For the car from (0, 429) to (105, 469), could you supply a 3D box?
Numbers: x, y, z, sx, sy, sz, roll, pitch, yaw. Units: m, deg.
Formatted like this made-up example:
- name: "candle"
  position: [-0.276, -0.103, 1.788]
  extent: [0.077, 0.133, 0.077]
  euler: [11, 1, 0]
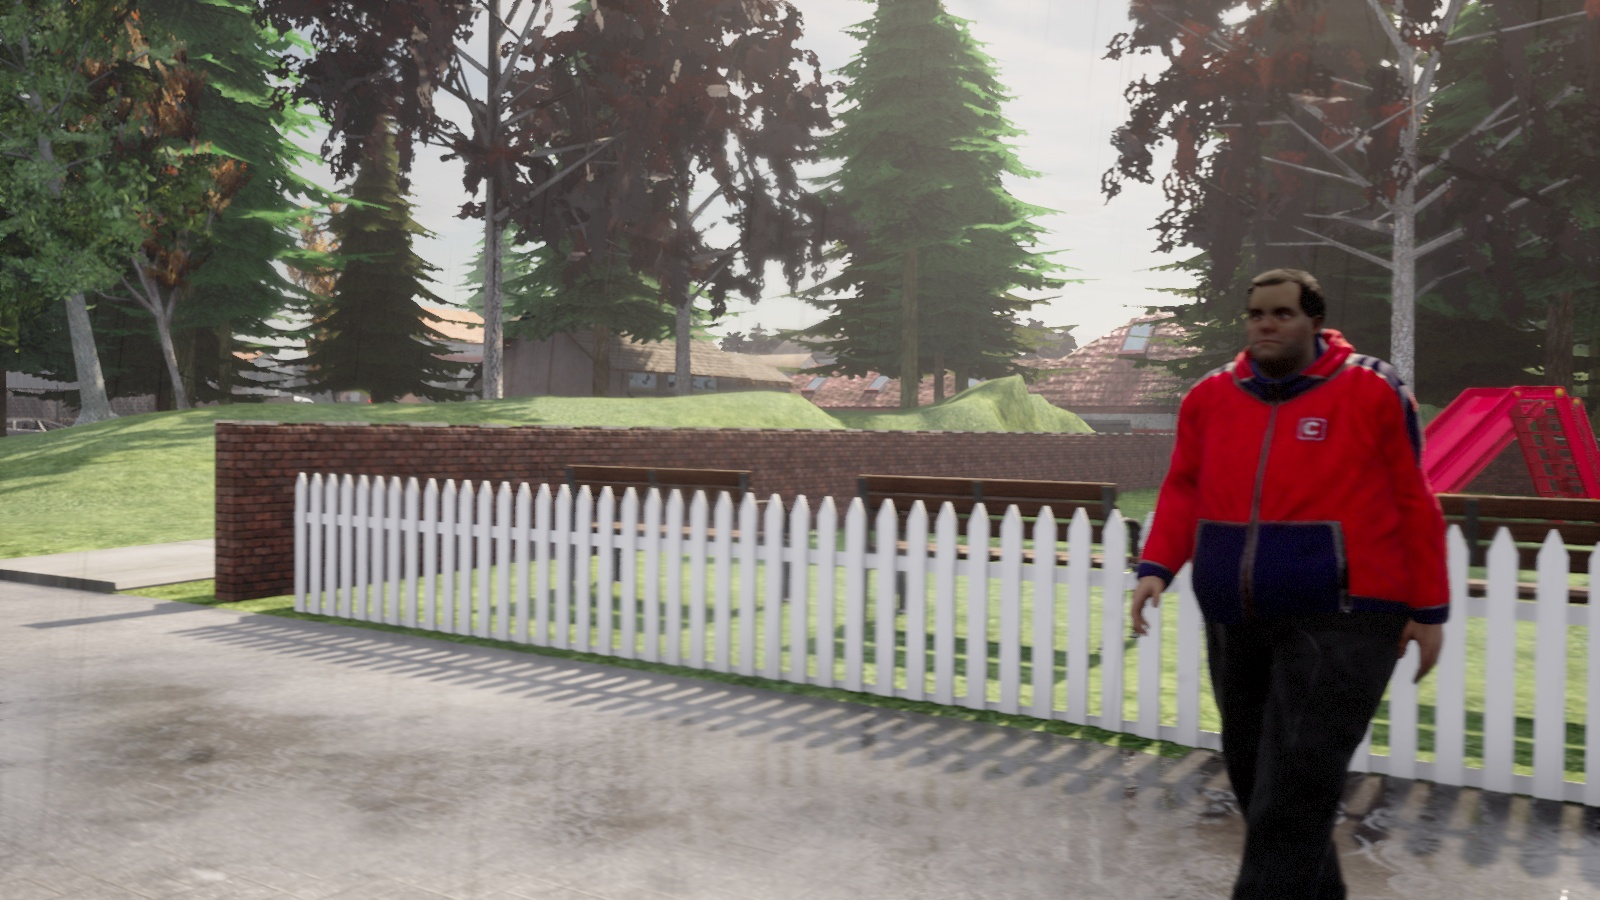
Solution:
- name: "car"
  position: [-33.477, -0.072, 55.171]
  extent: [2.242, 1.667, 4.611]
  euler: [0, 1, 33]

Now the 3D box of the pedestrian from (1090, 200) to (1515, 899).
- name: "pedestrian"
  position: [1.284, 0.384, 3.195]
  extent: [0.899, 1.844, 0.634]
  euler: [-1, 1, -38]
